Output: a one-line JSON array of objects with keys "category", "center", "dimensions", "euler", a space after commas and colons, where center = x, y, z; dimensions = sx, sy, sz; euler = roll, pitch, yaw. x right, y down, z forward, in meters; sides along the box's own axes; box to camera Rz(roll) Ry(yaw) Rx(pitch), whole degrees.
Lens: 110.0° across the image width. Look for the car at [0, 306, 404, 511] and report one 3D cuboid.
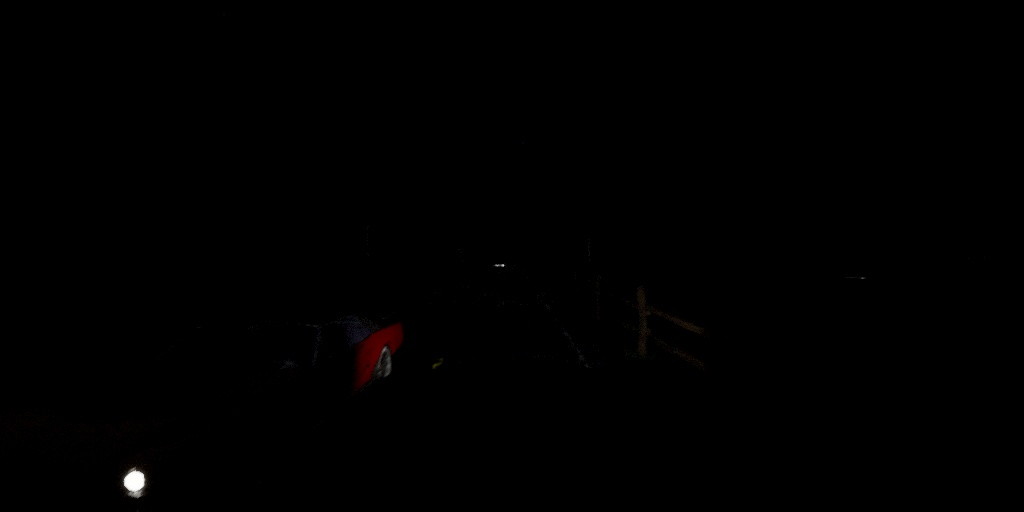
[{"category": "car", "center": [-2.851, 1.351, 4.161], "dimensions": [1.895, 1.301, 4.718], "euler": [0, 0, 0]}]
